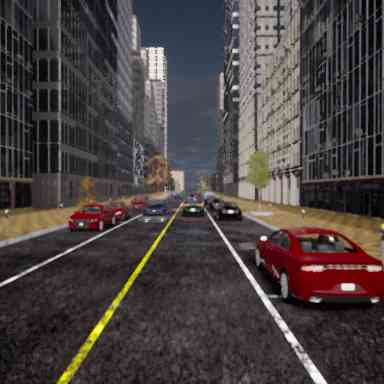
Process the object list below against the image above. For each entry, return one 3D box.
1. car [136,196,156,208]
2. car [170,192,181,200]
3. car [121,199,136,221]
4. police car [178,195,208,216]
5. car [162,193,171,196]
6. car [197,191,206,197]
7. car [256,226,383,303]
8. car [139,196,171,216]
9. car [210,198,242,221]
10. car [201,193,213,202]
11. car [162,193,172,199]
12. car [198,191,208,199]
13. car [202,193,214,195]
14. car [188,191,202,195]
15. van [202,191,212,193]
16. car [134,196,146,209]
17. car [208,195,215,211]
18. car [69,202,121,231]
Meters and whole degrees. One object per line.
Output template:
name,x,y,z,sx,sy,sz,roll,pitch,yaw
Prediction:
car,-5.704,1.236,42.120,1.947,1.339,4.313,0,0,0
car,-3.026,1.006,70.554,1.895,1.301,4.718,0,1,0
car,-5.698,1.390,25.043,1.802,1.307,4.206,0,0,0
police car,0.082,1.272,29.633,2.038,1.542,4.974,0,0,0
car,-5.714,0.951,70.411,1.752,1.417,4.829,0,1,0
car,2.660,0.531,93.340,2.192,1.841,5.009,0,1,0
car,2.689,1.485,7.962,1.887,1.381,4.507,0,0,0
car,-3.109,1.339,29.183,1.994,1.385,4.181,0,0,0
car,2.682,1.374,25.038,1.947,1.339,4.313,0,0,0
car,2.671,0.965,59.189,1.967,1.590,4.097,0,1,0
car,-5.716,0.923,76.275,2.008,1.369,4.403,0,1,0
car,2.664,0.636,81.956,2.192,1.841,5.009,0,1,0
car,2.675,1.188,47.806,1.947,1.339,4.313,0,0,0
car,0.034,1.072,45.598,2.033,1.649,4.856,0,1,0
van,2.673,0.915,53.498,1.690,1.788,3.998,0,0,0
car,-5.702,1.261,36.427,1.887,1.381,4.507,0,0,0
car,2.679,1.282,36.422,1.947,1.339,4.313,0,0,0
car,-5.696,1.398,19.349,1.887,1.381,4.507,0,0,0
